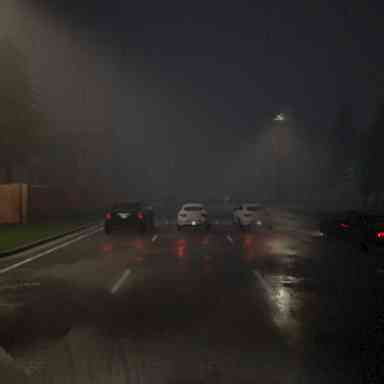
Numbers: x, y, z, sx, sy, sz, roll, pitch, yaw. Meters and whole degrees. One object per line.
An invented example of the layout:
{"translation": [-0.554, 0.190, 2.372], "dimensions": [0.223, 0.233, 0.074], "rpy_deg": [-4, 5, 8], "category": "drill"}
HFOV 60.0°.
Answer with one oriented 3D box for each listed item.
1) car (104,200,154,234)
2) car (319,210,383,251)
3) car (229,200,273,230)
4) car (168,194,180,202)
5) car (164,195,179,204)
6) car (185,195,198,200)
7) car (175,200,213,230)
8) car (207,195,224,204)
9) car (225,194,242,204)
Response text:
{"translation": [-3.403, 1.249, 18.779], "dimensions": [2.097, 1.767, 4.553], "rpy_deg": [0, 0, 0], "category": "car"}
{"translation": [7.098, 1.472, 13.765], "dimensions": [2.033, 1.411, 5.357], "rpy_deg": [0, 0, 0], "category": "car"}
{"translation": [3.586, 1.416, 20.117], "dimensions": [1.812, 1.442, 4.674], "rpy_deg": [0, 0, 0], "category": "car"}
{"translation": [-3.510, 1.197, 64.604], "dimensions": [2.033, 1.411, 5.357], "rpy_deg": [0, 0, 0], "category": "car"}
{"translation": [-3.508, 1.252, 54.185], "dimensions": [2.033, 1.411, 5.357], "rpy_deg": [0, 0, 0], "category": "car"}
{"translation": [-0.008, 1.196, 54.184], "dimensions": [2.128, 1.511, 4.902], "rpy_deg": [0, 0, 0], "category": "car"}
{"translation": [0.086, 1.416, 20.070], "dimensions": [1.812, 1.442, 4.674], "rpy_deg": [0, 0, 0], "category": "car"}
{"translation": [3.492, 1.252, 54.186], "dimensions": [2.033, 1.411, 5.357], "rpy_deg": [0, 0, 0], "category": "car"}
{"translation": [6.992, 1.266, 54.602], "dimensions": [1.994, 1.385, 4.181], "rpy_deg": [0, 0, 0], "category": "car"}
